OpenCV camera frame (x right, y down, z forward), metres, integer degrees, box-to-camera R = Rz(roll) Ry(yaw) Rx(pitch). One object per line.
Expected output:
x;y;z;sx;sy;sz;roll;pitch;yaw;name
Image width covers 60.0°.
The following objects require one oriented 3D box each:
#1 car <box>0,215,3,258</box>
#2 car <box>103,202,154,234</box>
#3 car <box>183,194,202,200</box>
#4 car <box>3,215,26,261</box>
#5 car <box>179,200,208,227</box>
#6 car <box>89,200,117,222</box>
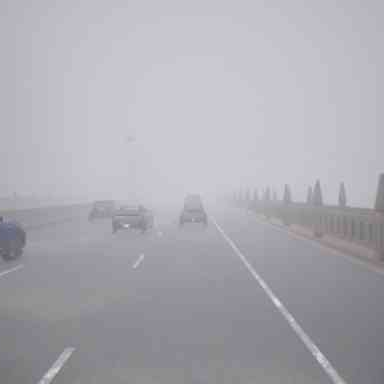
-3.414;1.225;1.313;2.150;2.045;5.566;0;0;0;car
-3.402;1.544;19.696;2.128;1.511;4.902;0;0;0;car
0.105;1.328;41.417;2.150;2.045;5.566;0;-1;0;car
-6.889;1.246;9.270;2.150;2.045;5.566;0;0;0;car
0.097;1.555;23.505;2.128;1.511;4.902;0;0;0;car
-6.903;1.425;27.512;2.097;1.767;4.553;0;0;0;car
